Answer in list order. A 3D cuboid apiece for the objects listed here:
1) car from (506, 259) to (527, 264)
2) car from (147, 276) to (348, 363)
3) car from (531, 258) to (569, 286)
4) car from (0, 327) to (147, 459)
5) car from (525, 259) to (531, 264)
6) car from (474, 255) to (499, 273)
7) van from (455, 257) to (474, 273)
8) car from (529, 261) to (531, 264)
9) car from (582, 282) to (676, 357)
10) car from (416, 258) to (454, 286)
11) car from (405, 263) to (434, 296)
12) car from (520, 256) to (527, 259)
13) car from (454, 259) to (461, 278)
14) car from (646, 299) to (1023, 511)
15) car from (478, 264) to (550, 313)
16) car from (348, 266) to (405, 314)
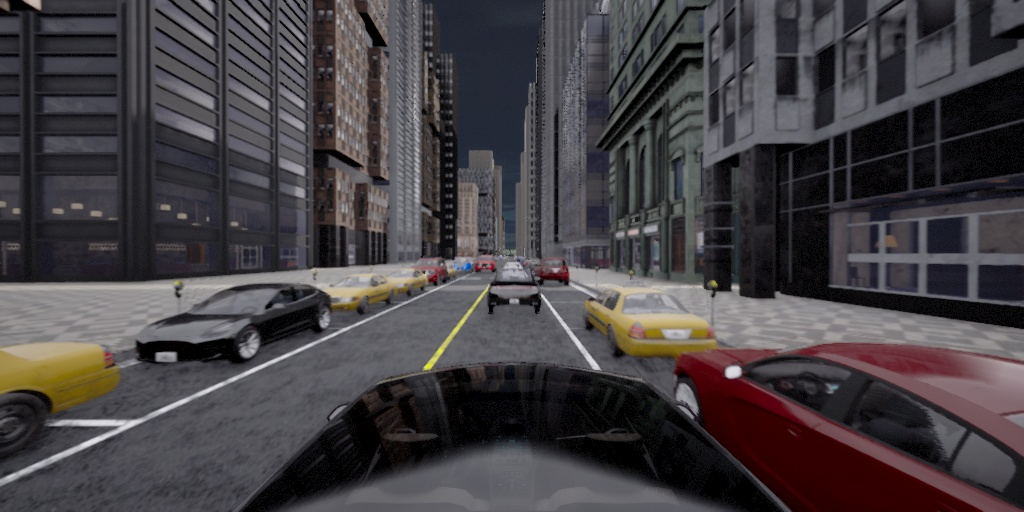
[{"bbox_3d":[0.089,1.242,30.037,1.812,1.442,4.674,0,0,0],"label":"car"},{"bbox_3d":[-5.763,1.307,8.157,1.948,1.339,4.313,0,0,0],"label":"car"},{"bbox_3d":[2.762,1.036,25.087,2.192,1.841,5.009,0,0,0],"label":"car"},{"bbox_3d":[-5.763,1.274,2.347,1.751,1.417,4.829,0,0,0],"label":"car"},{"bbox_3d":[2.763,1.258,42.008,2.007,1.370,4.403,0,0,0],"label":"car"},{"bbox_3d":[-3.092,0.925,42.875,2.150,2.045,5.566,0,0,0],"label":"car"},{"bbox_3d":[-5.763,1.048,42.001,1.690,1.789,3.998,0,0,0],"label":"van"},{"bbox_3d":[2.763,1.266,30.727,2.007,1.370,4.403,0,0,0],"label":"car"},{"bbox_3d":[2.762,1.267,8.336,1.751,1.417,4.829,0,0,0],"label":"car"},{"bbox_3d":[-5.763,1.036,25.079,2.192,1.841,5.009,0,0,0],"label":"car"},{"bbox_3d":[-5.763,1.253,19.269,1.751,1.417,4.829,0,0,0],"label":"car"},{"bbox_3d":[2.762,1.139,58.928,1.967,1.591,4.097,0,0,0],"label":"car"},{"bbox_3d":[-5.763,1.241,30.550,1.751,1.417,4.829,0,0,0],"label":"car"},{"bbox_3d":[2.763,1.294,2.525,1.888,1.381,4.507,0,0,0],"label":"car"},{"bbox_3d":[0.085,1.226,13.824,2.128,1.511,4.902,0,0,0],"label":"car"},{"bbox_3d":[-5.763,1.260,13.628,1.751,1.417,4.829,0,0,0],"label":"car"}]
